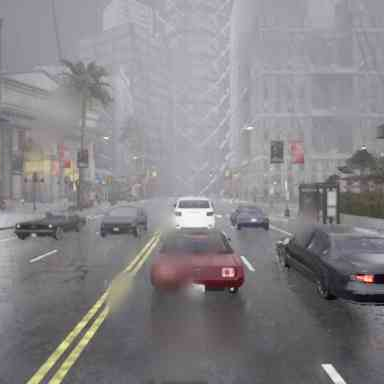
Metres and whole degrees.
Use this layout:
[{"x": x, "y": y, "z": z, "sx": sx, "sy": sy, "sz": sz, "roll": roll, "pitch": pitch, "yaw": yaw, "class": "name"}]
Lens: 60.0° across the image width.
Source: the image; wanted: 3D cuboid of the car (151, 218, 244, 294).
[{"x": 0.106, "y": 1.615, "z": 8.789, "sx": 1.895, "sy": 1.301, "sz": 4.718, "roll": 0, "pitch": 0, "yaw": 0, "class": "car"}]

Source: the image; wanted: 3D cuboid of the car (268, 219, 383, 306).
[{"x": 3.614, "y": 1.560, "z": 8.301, "sx": 2.033, "sy": 1.411, "sz": 5.357, "roll": 0, "pitch": 0, "yaw": 0, "class": "car"}]

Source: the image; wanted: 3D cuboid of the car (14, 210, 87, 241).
[{"x": -7.060, "y": 1.628, "z": 17.062, "sx": 1.895, "sy": 1.301, "sz": 4.718, "roll": 0, "pitch": 0, "yaw": 0, "class": "car"}]

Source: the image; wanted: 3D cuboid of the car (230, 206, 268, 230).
[{"x": 3.604, "y": 1.598, "z": 21.371, "sx": 1.994, "sy": 1.385, "sz": 4.181, "roll": 0, "pitch": 0, "yaw": 0, "class": "car"}]

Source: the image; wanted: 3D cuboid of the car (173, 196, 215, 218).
[{"x": 0.103, "y": 1.254, "z": 19.182, "sx": 2.150, "sy": 2.045, "sz": 5.566, "roll": 0, "pitch": 0, "yaw": 0, "class": "car"}]

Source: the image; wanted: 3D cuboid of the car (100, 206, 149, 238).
[{"x": -3.551, "y": 1.506, "z": 18.156, "sx": 1.882, "sy": 1.535, "sz": 5.008, "roll": 0, "pitch": 0, "yaw": 0, "class": "car"}]
